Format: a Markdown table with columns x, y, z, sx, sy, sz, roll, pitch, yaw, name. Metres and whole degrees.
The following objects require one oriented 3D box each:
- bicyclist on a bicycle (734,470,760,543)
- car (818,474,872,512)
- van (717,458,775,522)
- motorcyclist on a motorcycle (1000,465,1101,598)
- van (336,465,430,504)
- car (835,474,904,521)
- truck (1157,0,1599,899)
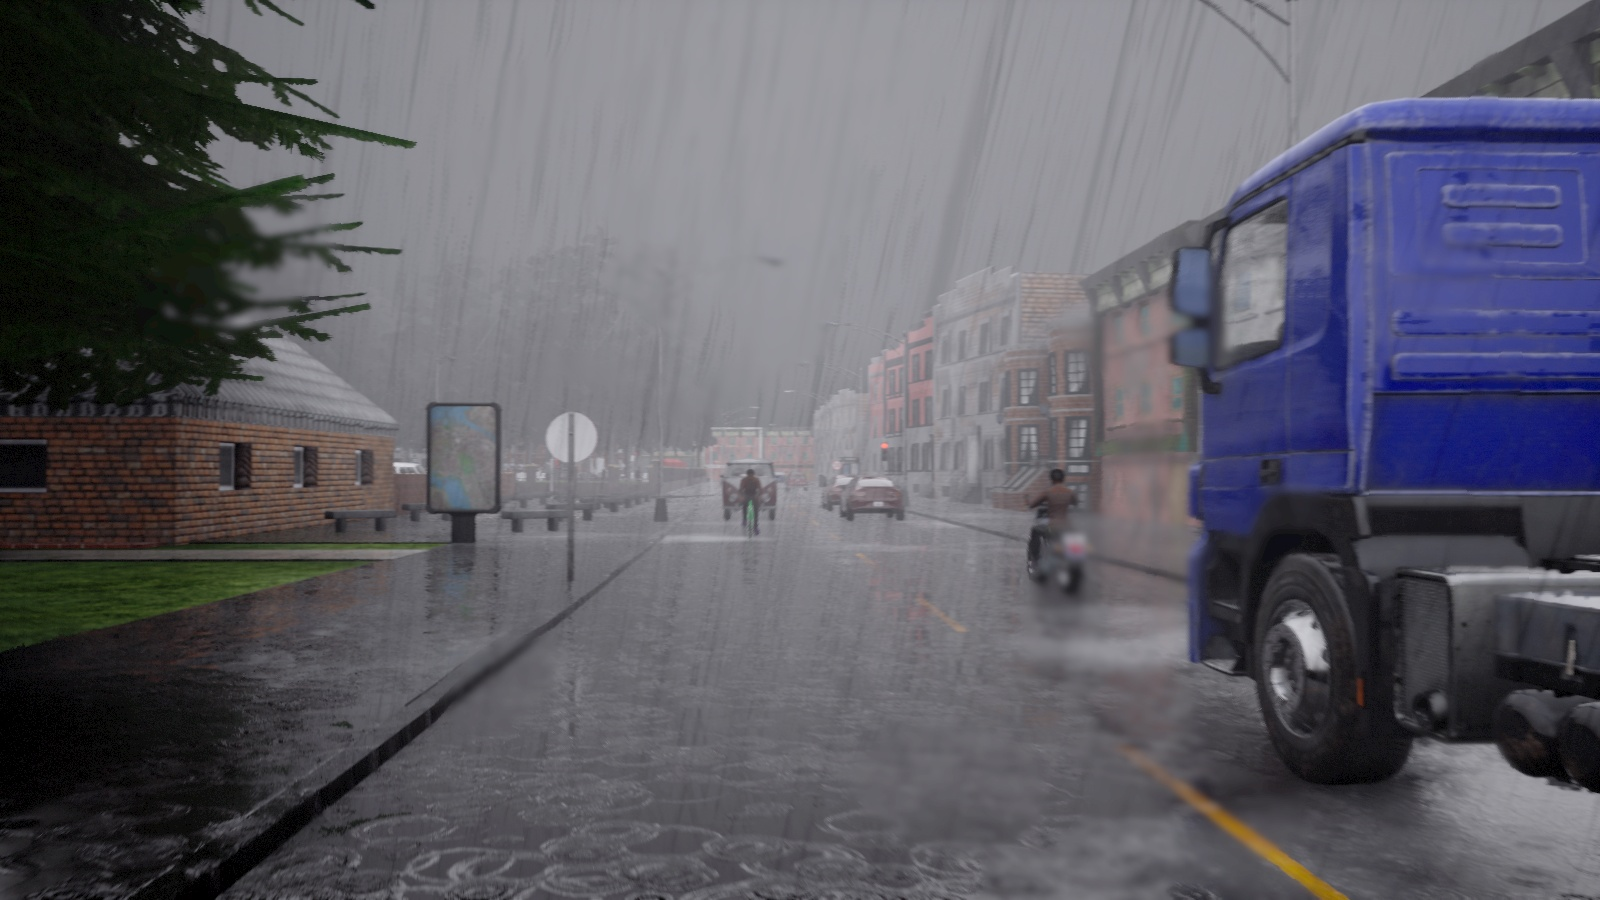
| x | y | z | sx | sy | sz | roll | pitch | yaw | name |
| --- | --- | --- | --- | --- | --- | --- | --- | --- | --- |
| -1.221 | 1.271 | 28.852 | 0.582 | 1.620 | 1.656 | 0 | -1 | -2 | bicyclist on a bicycle |
| 1.775 | 1.708 | 51.234 | 1.812 | 1.442 | 4.674 | 0 | -1 | -3 | car |
| -1.778 | 1.289 | 41.373 | 1.775 | 1.987 | 4.442 | 0 | -1 | -2 | van |
| 3.308 | 1.032 | 16.798 | 0.766 | 1.649 | 2.350 | 0 | -1 | -3 | motorcyclist on a motorcycle |
| -22.748 | 1.863 | 68.592 | 4.480 | 2.038 | 2.069 | 0 | -1 | -3 | van |
| 2.222 | 1.538 | 41.469 | 1.812 | 1.442 | 4.674 | 0 | -1 | -3 | car |
| 3.927 | -0.120 | 4.244 | 2.891 | 3.462 | 7.936 | 0 | -1 | -2 | truck |
